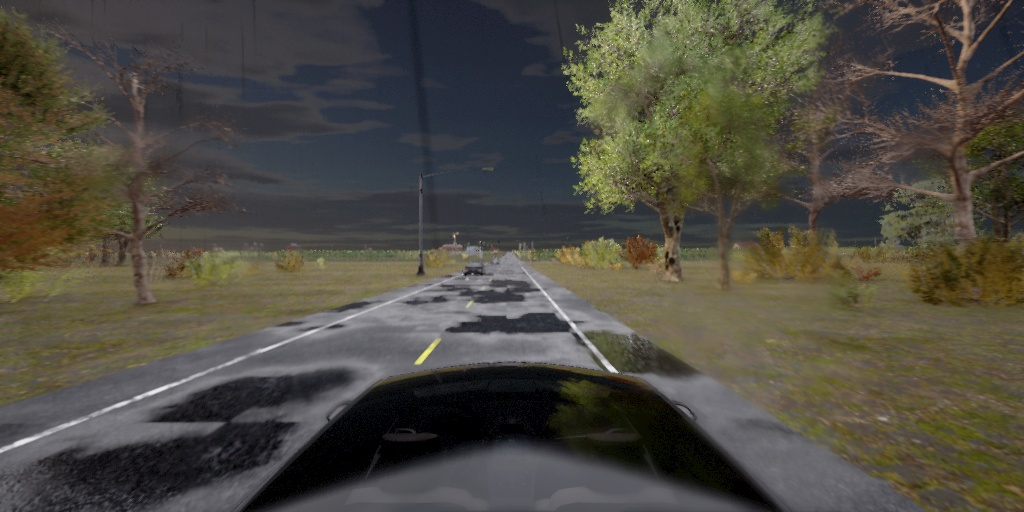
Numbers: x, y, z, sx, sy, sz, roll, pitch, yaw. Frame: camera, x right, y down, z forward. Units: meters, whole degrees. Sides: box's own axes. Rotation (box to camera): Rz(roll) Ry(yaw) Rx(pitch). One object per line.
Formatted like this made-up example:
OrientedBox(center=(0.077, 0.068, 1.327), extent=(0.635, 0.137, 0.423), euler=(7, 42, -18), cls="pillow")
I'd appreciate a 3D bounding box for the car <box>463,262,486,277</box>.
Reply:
OrientedBox(center=(-3.596, 1.272, 35.497), extent=(2.033, 1.411, 5.357), euler=(0, 0, 0), cls="car")
